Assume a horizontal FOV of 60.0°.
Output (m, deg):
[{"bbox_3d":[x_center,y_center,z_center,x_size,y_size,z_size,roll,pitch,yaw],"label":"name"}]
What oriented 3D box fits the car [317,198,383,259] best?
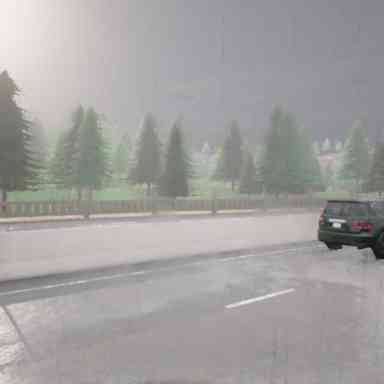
[{"bbox_3d":[7.274,1.243,12.857,5.566,2.045,2.150,0,0,-32],"label":"car"}]
